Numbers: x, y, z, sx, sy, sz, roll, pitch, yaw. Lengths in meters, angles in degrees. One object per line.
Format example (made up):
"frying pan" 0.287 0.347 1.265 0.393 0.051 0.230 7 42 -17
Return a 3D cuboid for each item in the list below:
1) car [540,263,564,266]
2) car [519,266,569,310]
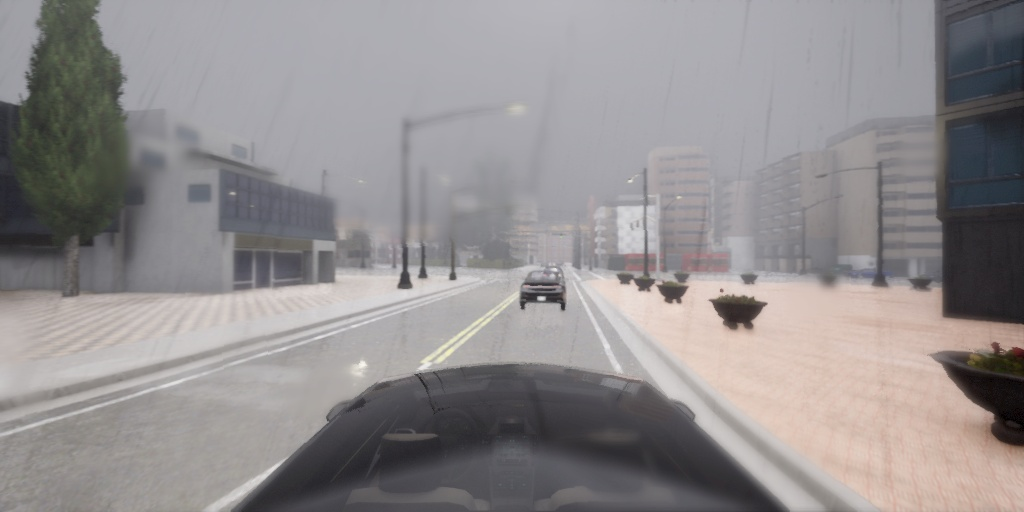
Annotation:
"car" 3.433 1.573 30.138 2.033 1.411 5.357 0 0 8
"car" 1.425 1.376 15.585 2.128 1.511 4.902 0 0 8
